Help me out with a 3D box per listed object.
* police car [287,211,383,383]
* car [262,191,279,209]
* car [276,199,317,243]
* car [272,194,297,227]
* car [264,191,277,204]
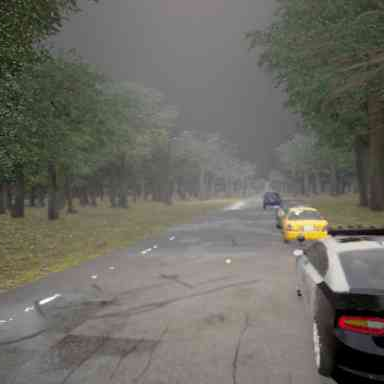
[{"bbox_3d":[2.767,1.358,5.396,1.930,1.638,5.238,-2,0,13],"label":"police car"},{"bbox_3d":[9.946,1.020,41.447,2.150,2.045,5.566,-2,0,13],"label":"car"},{"bbox_3d":[5.017,1.354,15.223,1.801,1.575,5.366,-2,0,13],"label":"car"},{"bbox_3d":[6.302,1.225,20.860,2.097,1.767,4.553,-2,0,13],"label":"car"},{"bbox_3d":[13.977,0.892,59.143,2.150,2.045,5.566,-2,0,13],"label":"car"}]
